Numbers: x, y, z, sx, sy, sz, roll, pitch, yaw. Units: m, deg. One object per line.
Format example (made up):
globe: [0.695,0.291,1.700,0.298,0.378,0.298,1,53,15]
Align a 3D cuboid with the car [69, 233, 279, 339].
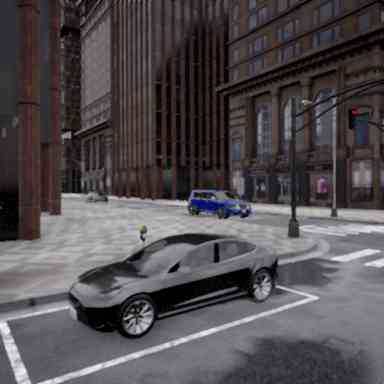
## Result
car: [-0.119,1.542,6.564,4.313,1.339,1.947,0,0,-36]

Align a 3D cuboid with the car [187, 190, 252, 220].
car: [1.867,0.873,24.440,2.150,2.045,5.566,0,1,-36]

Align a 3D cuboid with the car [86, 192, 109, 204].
car: [-12.789,0.754,44.738,1.837,1.490,4.892,0,1,-36]
